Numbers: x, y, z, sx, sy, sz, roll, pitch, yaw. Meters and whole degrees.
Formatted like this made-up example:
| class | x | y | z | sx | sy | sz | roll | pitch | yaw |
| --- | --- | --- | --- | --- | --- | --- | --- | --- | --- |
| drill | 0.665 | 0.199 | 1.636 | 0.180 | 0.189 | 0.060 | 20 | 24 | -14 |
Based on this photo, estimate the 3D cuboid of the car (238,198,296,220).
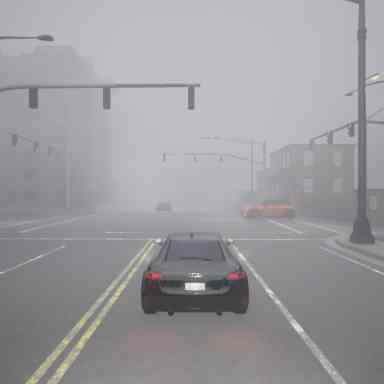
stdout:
| class | x | y | z | sx | sy | sz | roll | pitch | yaw |
| --- | --- | --- | --- | --- | --- | --- | --- | --- | --- |
| car | 6.064 | 1.308 | 27.205 | 4.553 | 1.767 | 2.097 | 0 | 1 | -10 |

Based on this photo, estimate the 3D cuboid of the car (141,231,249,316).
| class | x | y | z | sx | sy | sz | roll | pitch | yaw |
| --- | --- | --- | --- | --- | --- | --- | --- | --- | --- |
| car | 0.056 | 1.564 | 7.614 | 1.994 | 1.385 | 4.181 | 0 | 0 | 0 |

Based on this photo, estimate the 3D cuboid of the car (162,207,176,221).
| class | x | y | z | sx | sy | sz | roll | pitch | yaw |
| --- | --- | --- | --- | --- | --- | --- | --- | --- | --- |
| car | -3.732 | 3.680 | 54.962 | 2.033 | 1.411 | 5.357 | 0 | -12 | 0 |

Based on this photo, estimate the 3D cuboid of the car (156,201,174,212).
| class | x | y | z | sx | sy | sz | roll | pitch | yaw |
| --- | --- | --- | --- | --- | --- | --- | --- | --- | --- |
| car | -3.711 | 2.017 | 44.584 | 1.837 | 1.490 | 4.892 | 0 | -5 | 0 |
